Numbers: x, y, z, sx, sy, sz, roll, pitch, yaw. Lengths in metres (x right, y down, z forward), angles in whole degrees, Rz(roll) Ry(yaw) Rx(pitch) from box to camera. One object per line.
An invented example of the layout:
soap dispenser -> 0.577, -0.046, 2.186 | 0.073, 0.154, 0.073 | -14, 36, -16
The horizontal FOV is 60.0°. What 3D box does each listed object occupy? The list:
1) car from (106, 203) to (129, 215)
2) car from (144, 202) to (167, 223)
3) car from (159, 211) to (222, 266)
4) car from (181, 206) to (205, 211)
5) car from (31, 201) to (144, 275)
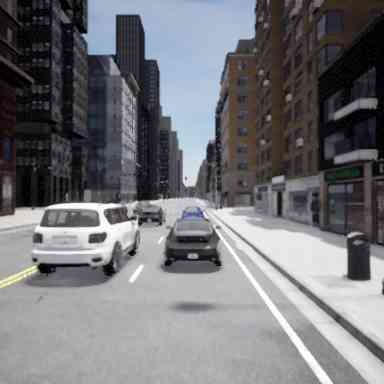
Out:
car -> -9.763, 2.193, 43.918 | 1.994, 1.385, 4.181 | 0, -1, 1
car -> -3.182, 1.890, 27.326 | 1.837, 1.490, 4.892 | 0, 0, 1
car -> 0.055, 1.676, 12.286 | 1.837, 1.490, 4.892 | 0, 0, 1
car -> 0.074, 1.918, 27.948 | 1.812, 1.442, 4.674 | 0, -1, 1
car -> -3.209, 1.377, 11.128 | 2.150, 2.045, 5.566 | 0, -1, 1
